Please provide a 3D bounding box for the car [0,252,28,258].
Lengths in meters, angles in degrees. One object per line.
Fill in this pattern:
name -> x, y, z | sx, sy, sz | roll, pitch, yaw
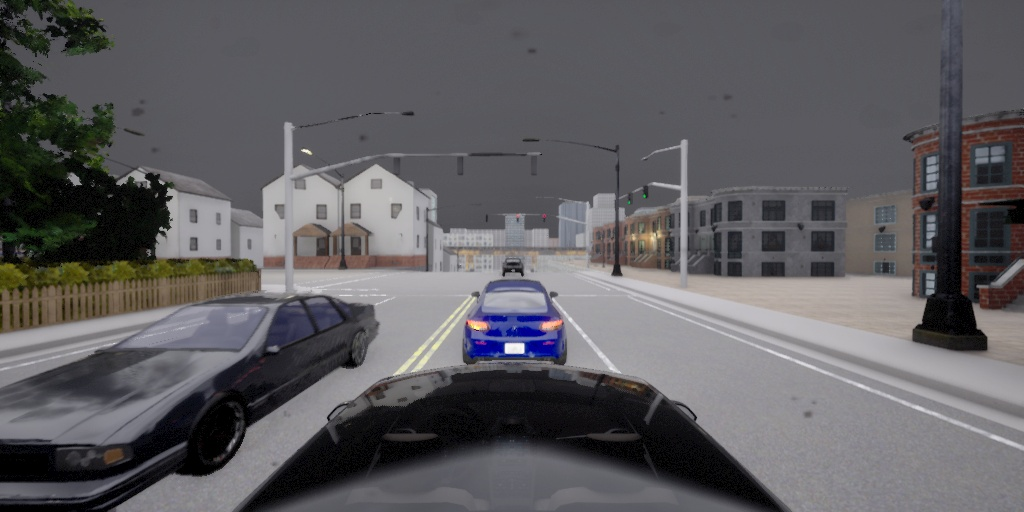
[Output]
car -> -44.713, 0.684, 30.659 | 5.566, 2.045, 2.150 | 0, 1, 0

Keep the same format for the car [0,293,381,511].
car -> -3.584, 1.265, 4.994 | 2.033, 1.411, 5.357 | 0, 1, 0

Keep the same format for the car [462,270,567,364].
car -> 0.059, 1.215, 7.749 | 1.812, 1.442, 4.674 | 0, 1, 0

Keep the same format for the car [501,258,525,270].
car -> 0.097, 0.947, 32.656 | 1.837, 1.490, 4.892 | 0, 1, 0
